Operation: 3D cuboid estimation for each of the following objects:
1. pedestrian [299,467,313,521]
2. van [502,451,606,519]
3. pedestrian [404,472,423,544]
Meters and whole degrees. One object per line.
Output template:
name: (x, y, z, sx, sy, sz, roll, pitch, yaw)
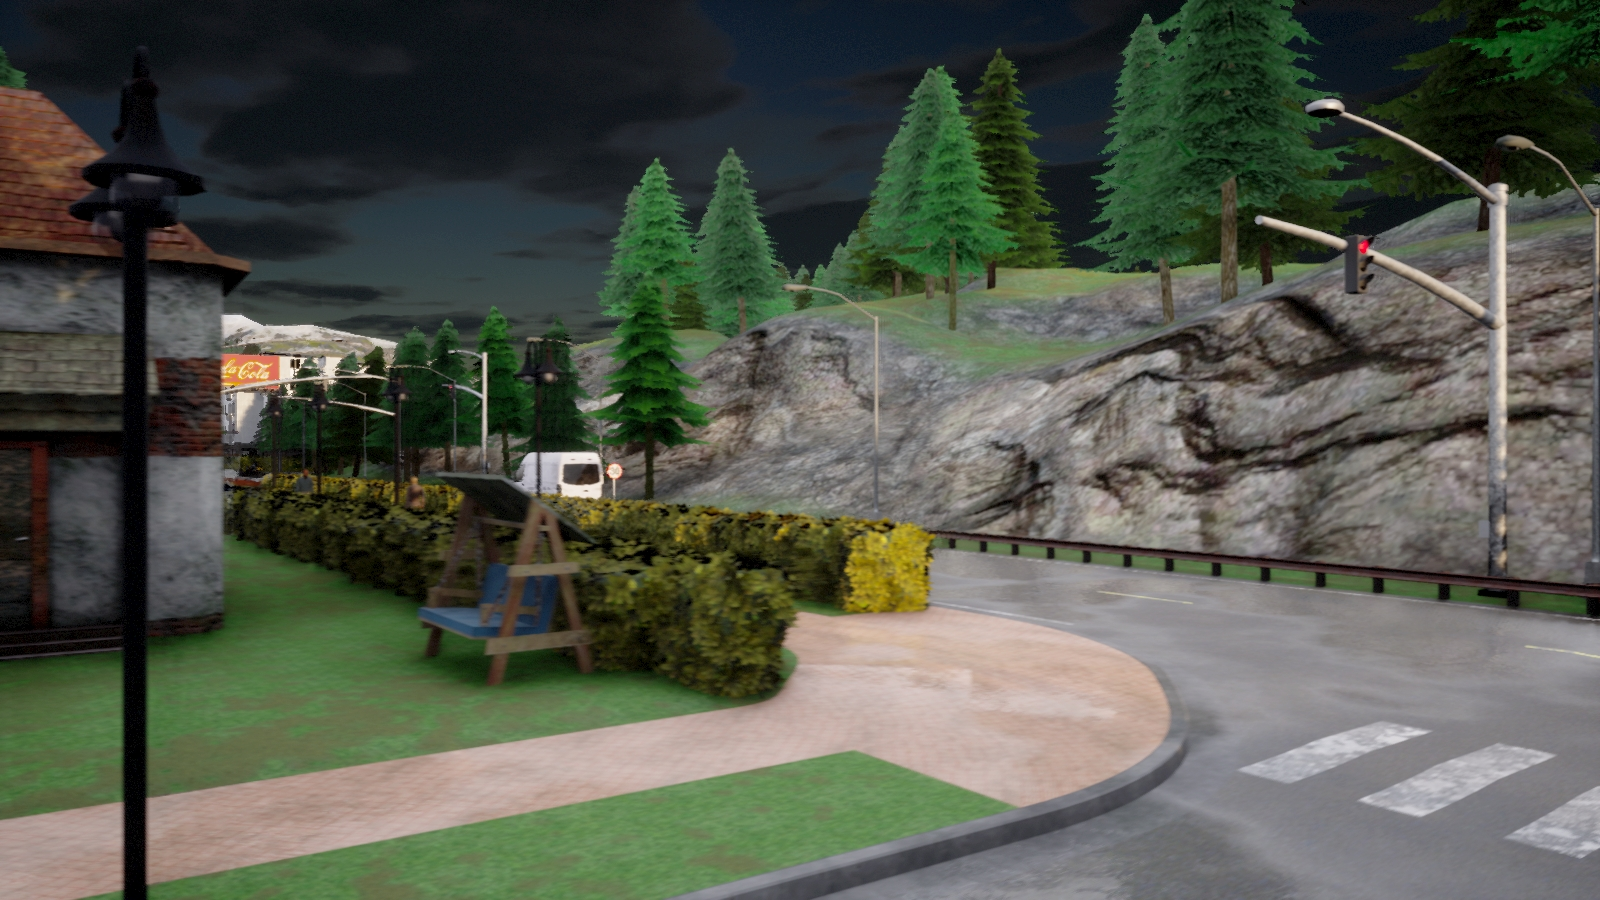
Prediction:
pedestrian: (-16.951, 1.502, 39.172, 0.375, 1.860, 0.375, 0, 0, -33)
van: (-10.091, 1.338, 46.534, 1.988, 2.561, 5.915, 0, 0, -35)
pedestrian: (-10.042, 1.500, 29.653, 0.375, 1.860, 0.375, 0, 0, -36)
